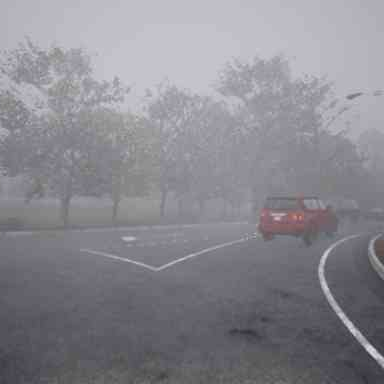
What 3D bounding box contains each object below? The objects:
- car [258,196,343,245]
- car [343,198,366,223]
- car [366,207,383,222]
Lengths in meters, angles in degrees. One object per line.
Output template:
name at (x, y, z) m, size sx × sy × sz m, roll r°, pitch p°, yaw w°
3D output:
car at (5.134, 1.188, 15.722) m, size 2.150 × 2.045 × 5.566 m, roll -1°, pitch -1°, yaw 37°
car at (11.816, 1.488, 27.478) m, size 5.566 × 2.045 × 2.150 m, roll 3°, pitch -2°, yaw -41°
car at (19.517, 2.294, 34.316) m, size 5.008 × 1.535 × 1.882 m, roll 5°, pitch -4°, yaw -42°
